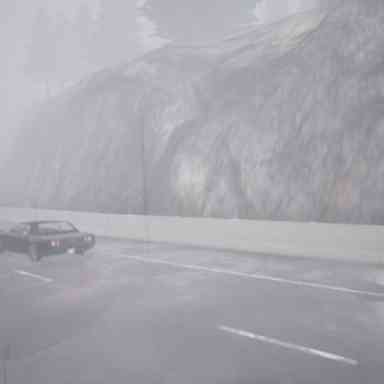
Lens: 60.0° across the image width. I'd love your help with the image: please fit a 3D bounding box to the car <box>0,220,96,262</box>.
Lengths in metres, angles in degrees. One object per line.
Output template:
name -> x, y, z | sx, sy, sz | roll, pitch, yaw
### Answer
car -> -5.797, 1.729, 12.694 | 4.718, 1.301, 1.895 | -1, 0, 40
